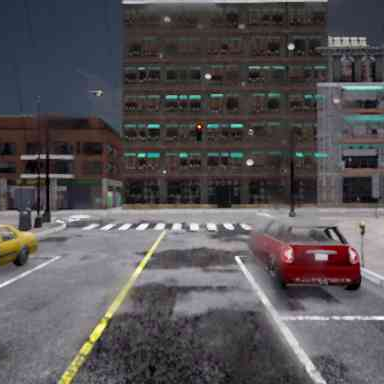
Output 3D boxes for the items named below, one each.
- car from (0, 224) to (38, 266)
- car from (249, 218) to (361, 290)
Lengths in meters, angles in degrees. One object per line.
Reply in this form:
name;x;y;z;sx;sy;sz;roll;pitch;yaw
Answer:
car;-5.815;1.488;8.782;1.752;1.417;4.829;1;0;0
car;2.750;1.403;9.007;1.967;1.590;4.097;1;0;0
